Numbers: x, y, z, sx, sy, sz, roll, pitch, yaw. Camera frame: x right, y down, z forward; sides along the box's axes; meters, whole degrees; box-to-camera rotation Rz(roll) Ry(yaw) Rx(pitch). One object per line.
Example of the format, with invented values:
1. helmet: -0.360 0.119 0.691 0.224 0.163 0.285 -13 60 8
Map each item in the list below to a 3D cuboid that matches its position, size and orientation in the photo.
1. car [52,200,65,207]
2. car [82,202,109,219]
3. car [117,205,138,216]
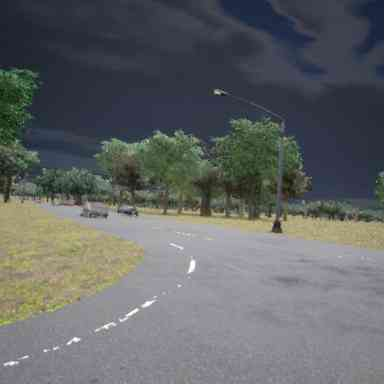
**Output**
1. car: -30.429 2.534 74.724 2.128 1.511 4.902 5 -3 -23
2. car: -9.714 1.818 33.254 1.837 1.490 4.892 6 -3 -30
3. car: -8.841 2.525 45.775 1.812 1.442 4.674 6 -3 -30
